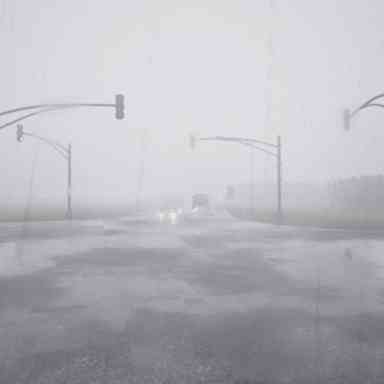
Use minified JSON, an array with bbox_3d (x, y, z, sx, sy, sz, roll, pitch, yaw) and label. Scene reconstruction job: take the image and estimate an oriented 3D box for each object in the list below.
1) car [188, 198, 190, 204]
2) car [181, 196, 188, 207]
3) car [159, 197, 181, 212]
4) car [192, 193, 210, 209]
[{"bbox_3d":[-1.477,1.492,61.383,1.812,1.442,4.674,0,0,4],"label":"car"},{"bbox_3d":[-2.206,1.468,49.652,2.128,1.511,4.902,0,0,3],"label":"car"},{"bbox_3d":[-2.700,1.587,39.588,1.895,1.301,4.718,0,0,3],"label":"car"},{"bbox_3d":[1.209,1.202,44.259,2.150,2.045,5.566,0,0,3],"label":"car"}]
